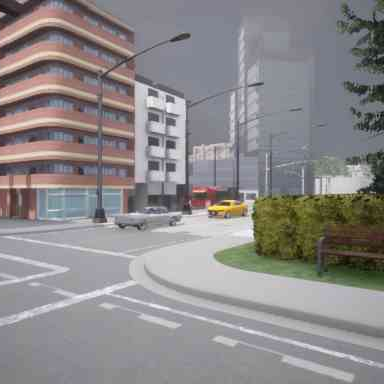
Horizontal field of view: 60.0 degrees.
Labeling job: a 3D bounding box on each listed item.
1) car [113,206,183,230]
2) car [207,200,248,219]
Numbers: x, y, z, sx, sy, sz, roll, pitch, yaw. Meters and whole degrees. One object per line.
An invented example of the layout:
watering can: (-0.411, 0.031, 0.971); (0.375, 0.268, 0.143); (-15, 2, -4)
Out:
car: (-2.726, 1.601, 21.251); (1.895, 1.301, 4.718); (0, 0, 36)
car: (3.209, 1.478, 29.506); (1.882, 1.535, 5.008); (0, 0, 36)
